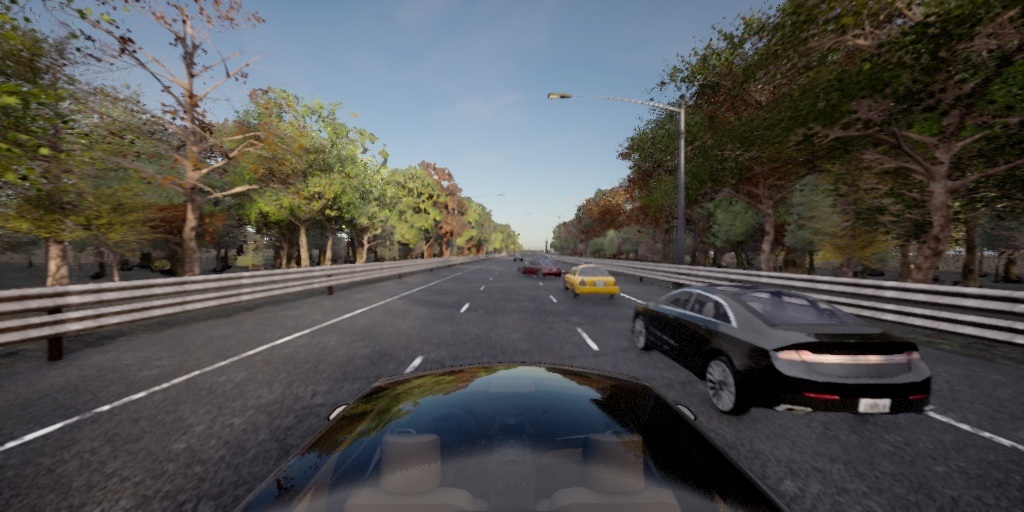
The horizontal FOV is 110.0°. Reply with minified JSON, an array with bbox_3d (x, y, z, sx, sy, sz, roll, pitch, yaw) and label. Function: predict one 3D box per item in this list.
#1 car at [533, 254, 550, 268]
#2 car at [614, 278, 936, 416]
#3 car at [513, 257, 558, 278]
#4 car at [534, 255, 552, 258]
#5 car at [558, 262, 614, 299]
[{"bbox_3d":[4.036,0.626,49.665,2.097,1.767,4.553,0,1,1],"label":"car"},{"bbox_3d":[3.502,1.204,5.881,2.128,1.511,4.902,0,1,0],"label":"car"},{"bbox_3d":[2.197,1.038,29.730,1.994,1.385,4.181,0,1,-34],"label":"car"},{"bbox_3d":[3.819,0.876,38.743,2.128,1.511,4.902,0,1,1],"label":"car"},{"bbox_3d":[3.553,1.059,17.025,1.801,1.575,5.366,0,1,0],"label":"car"}]
